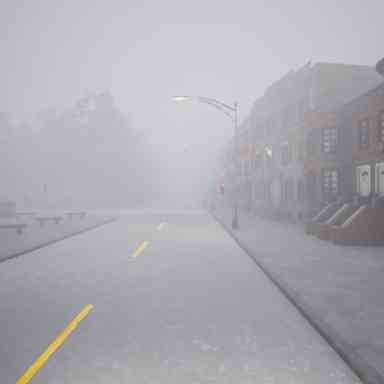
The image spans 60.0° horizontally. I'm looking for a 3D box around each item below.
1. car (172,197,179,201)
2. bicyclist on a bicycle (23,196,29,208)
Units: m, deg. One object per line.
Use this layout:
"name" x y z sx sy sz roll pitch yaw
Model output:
"car" -4.184 1.800 84.395 1.895 1.301 4.718 0 0 0
"bicyclist on a bicycle" -21.933 1.348 43.902 0.582 1.620 1.656 0 0 0
